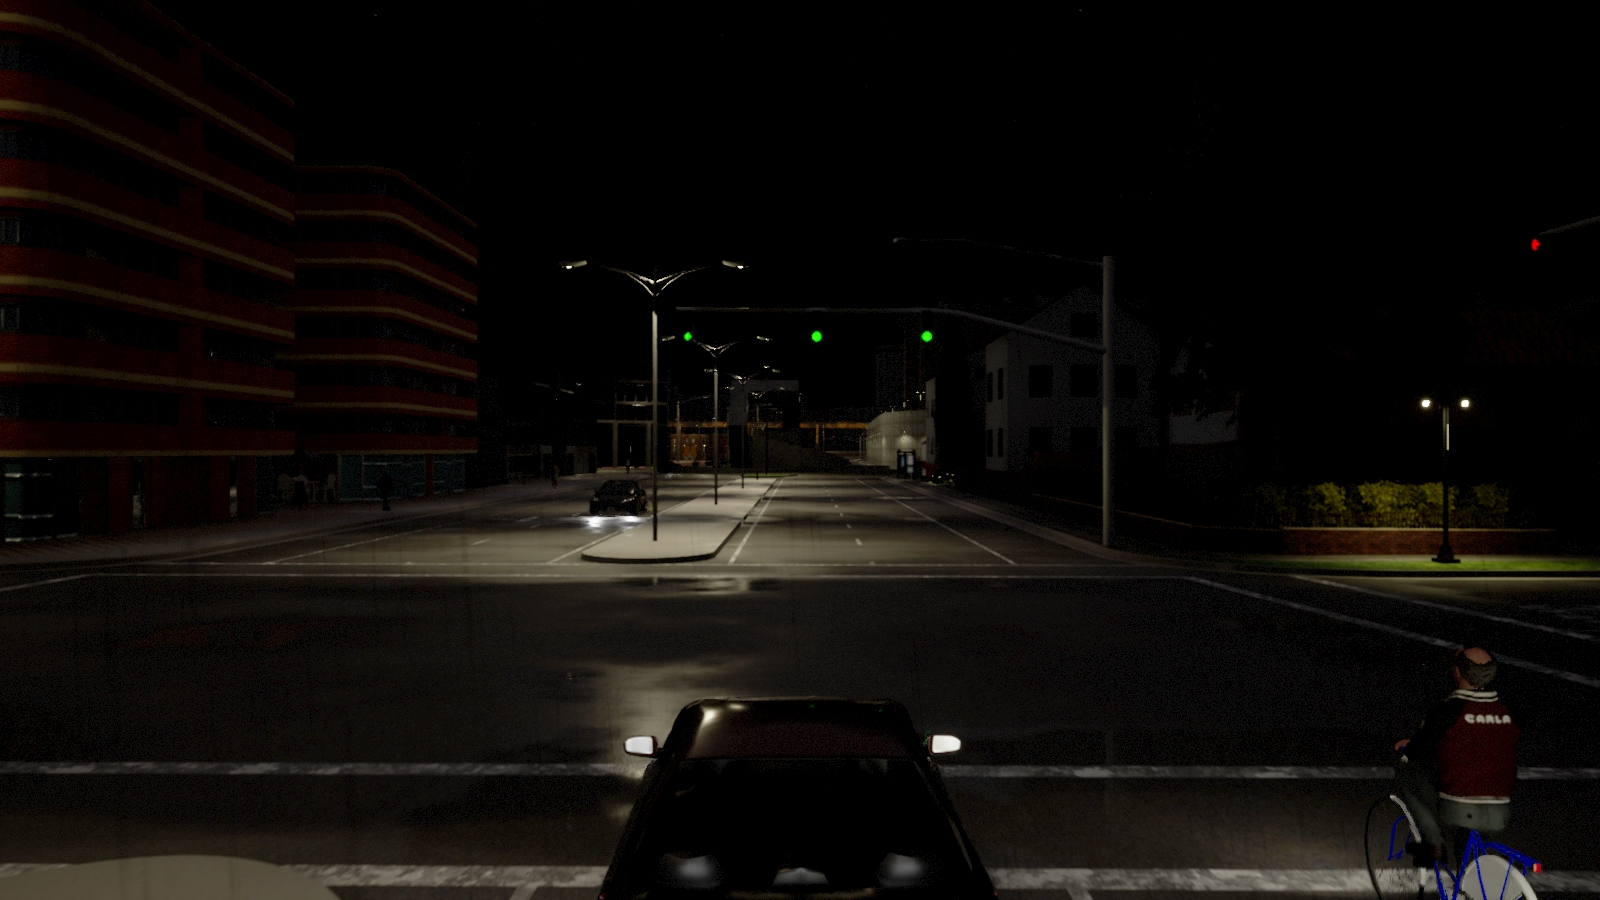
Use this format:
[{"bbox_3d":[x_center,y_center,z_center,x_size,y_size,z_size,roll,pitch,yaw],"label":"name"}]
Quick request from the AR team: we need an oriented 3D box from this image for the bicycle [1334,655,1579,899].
[{"bbox_3d":[3.525,2.049,6.306,0.329,1.496,1.835,1,0,2],"label":"bicycle"}]

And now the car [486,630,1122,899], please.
[{"bbox_3d":[-0.022,2.041,5.860,2.007,1.525,4.514,0,0,-1],"label":"car"}]
